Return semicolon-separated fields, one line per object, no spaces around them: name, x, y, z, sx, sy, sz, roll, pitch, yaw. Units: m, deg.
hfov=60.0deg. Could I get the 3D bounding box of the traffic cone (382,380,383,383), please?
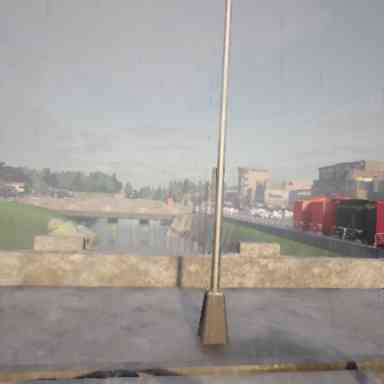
traffic cone;2.402;2.210;3.982;0.340;0.580;0.340;3;-2;-10
